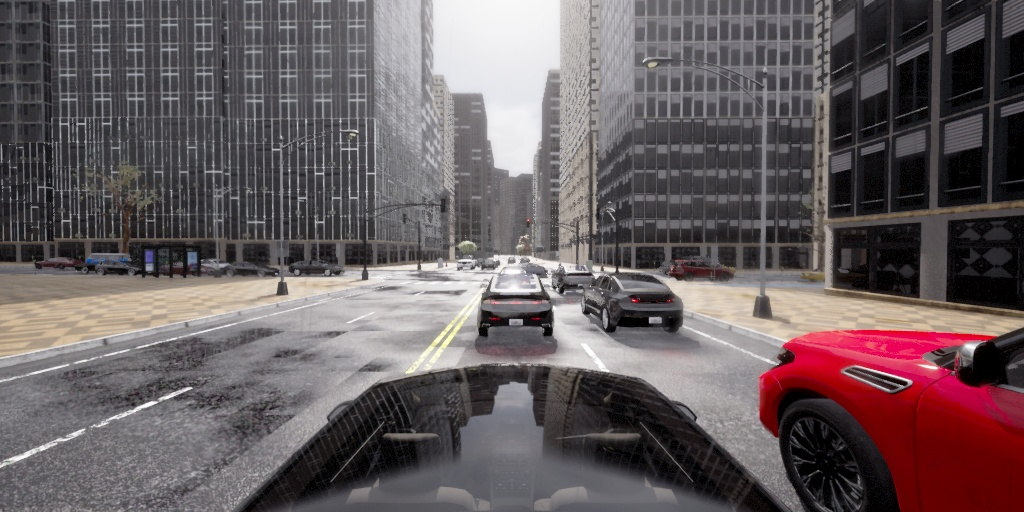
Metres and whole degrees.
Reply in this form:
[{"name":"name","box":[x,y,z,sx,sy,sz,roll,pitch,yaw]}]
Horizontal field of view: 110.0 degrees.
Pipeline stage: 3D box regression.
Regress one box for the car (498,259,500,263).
[{"name":"car","box":[-3.391,1.267,61.641,1.994,1.385,4.181,0,0,0]}]

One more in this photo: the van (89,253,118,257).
[{"name":"van","box":[-45.326,0.604,40.317,3.998,1.789,1.690,0,0,1]}]

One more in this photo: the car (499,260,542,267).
[{"name":"car","box":[1.260,1.347,33.510,4.181,1.385,1.994,0,1,-34]}]

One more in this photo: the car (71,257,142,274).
[{"name":"car","box":[-38.616,1.020,34.393,4.718,1.301,1.895,1,1,1]}]

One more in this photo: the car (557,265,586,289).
[{"name":"car","box":[3.332,1.232,20.024,2.128,1.511,4.902,0,0,0]}]

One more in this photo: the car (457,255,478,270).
[{"name":"car","box":[-6.639,0.935,52.503,2.150,2.045,5.566,0,0,0]}]

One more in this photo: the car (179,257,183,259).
[{"name":"car","box":[-28.394,1.038,34.188,4.674,1.442,1.812,1,1,1]}]

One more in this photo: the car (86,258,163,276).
[{"name":"car","box":[-34.126,1.069,31.667,4.313,1.339,1.948,0,0,1]}]

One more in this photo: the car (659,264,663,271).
[{"name":"car","box":[18.058,1.099,36.619,5.566,2.045,2.150,1,1,1]}]

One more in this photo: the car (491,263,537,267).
[{"name":"car","box":[0.082,1.288,20.017,2.033,1.411,5.357,0,0,0]}]

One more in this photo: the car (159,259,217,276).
[{"name":"car","box":[-28.445,1.138,31.499,4.207,1.307,1.802,0,0,1]}]

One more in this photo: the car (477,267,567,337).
[{"name":"car","box":[0.091,1.238,10.281,2.128,1.511,4.902,0,0,0]}]

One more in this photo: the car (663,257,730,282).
[{"name":"car","box":[16.164,1.269,30.882,5.009,1.841,2.192,0,0,1]}]

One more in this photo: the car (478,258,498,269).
[{"name":"car","box":[-3.389,1.192,52.055,1.882,1.535,5.008,0,0,0]}]

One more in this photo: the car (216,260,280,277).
[{"name":"car","box":[-22.761,1.173,31.372,4.313,1.339,1.948,0,0,1]}]

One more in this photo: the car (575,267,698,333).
[{"name":"car","box":[3.340,1.251,10.776,1.837,1.490,4.892,0,0,0]}]

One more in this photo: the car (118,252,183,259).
[{"name":"car","box":[-37.037,0.604,37.549,5.566,2.045,2.150,1,1,1]}]

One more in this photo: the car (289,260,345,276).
[{"name":"car","box":[-18.440,1.108,33.978,4.892,1.490,1.837,1,1,2]}]

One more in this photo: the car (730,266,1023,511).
[{"name":"car","box":[3.348,0.972,0.912,2.150,2.045,5.566,0,0,0]}]
